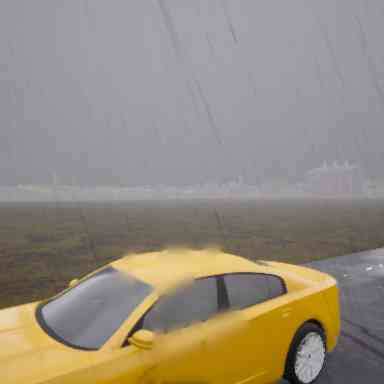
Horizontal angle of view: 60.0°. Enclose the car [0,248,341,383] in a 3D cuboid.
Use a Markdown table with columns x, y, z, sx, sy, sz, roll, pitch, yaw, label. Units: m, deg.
| x | y | z | sx | sy | sz | roll | pitch | yaw | label |
| --- | --- | --- | --- | --- | --- | --- | --- | --- | --- |
| -0.353 | 1.477 | 3.742 | 5.008 | 1.535 | 1.882 | 0 | 0 | -36 | car |
